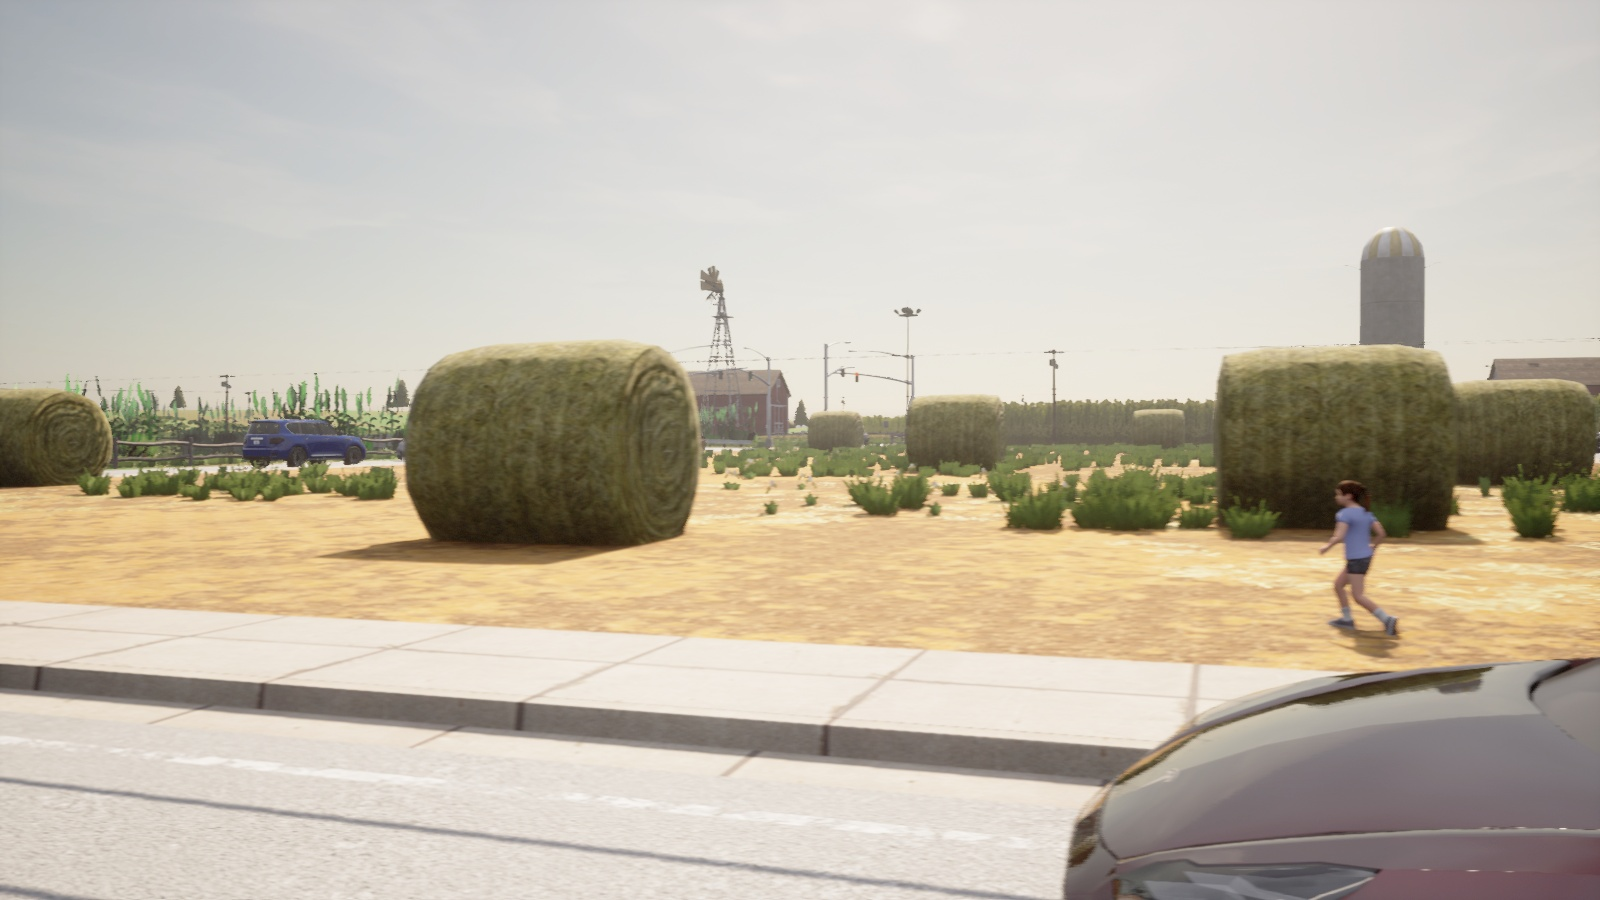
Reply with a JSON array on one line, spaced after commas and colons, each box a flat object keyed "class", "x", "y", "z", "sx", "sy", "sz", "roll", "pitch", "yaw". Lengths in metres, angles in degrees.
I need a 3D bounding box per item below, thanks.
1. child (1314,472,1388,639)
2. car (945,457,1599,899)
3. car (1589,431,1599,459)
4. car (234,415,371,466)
[{"class": "child", "x": 3.812, "y": 0.714, "z": 8.694, "sx": 0.255, "sy": 1.110, "sz": 0.394, "roll": -1, "pitch": 1, "yaw": -44}, {"class": "car", "x": 2.845, "y": 0.801, "z": 2.229, "sx": 4.792, "sy": 1.488, "sz": 2.163, "roll": 1, "pitch": 1, "yaw": 19}, {"class": "car", "x": 47.069, "y": -0.282, "z": 72.226, "sx": 1.851, "sy": 1.617, "sz": 3.988, "roll": 1, "pitch": 1, "yaw": 18}, {"class": "car", "x": -20.876, "y": -0.416, "z": 52.955, "sx": 2.150, "sy": 2.045, "sz": 5.566, "roll": 1, "pitch": 1, "yaw": 21}]
